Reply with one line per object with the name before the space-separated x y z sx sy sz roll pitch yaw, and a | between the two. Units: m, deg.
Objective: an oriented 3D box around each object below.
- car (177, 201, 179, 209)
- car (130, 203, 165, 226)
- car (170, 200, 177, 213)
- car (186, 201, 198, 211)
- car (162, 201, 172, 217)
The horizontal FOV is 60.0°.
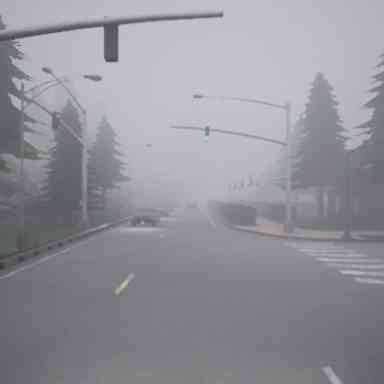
car | -3.507 2.284 62.442 1.882 1.535 5.008 0 -1 1
car | -3.594 1.894 26.747 2.033 1.411 5.357 0 -1 0
car | -3.584 2.115 47.166 1.837 1.490 4.892 0 -1 0
car | 0.012 2.173 53.832 1.882 1.535 5.008 0 -1 0
car | -3.585 2.004 37.017 1.812 1.442 4.674 0 -1 0
